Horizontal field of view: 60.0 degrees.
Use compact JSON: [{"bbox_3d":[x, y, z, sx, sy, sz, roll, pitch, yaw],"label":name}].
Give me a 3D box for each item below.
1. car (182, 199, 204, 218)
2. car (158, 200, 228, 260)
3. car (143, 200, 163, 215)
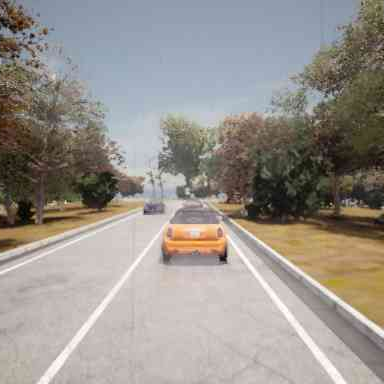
[{"bbox_3d":[0.094,1.434,29.704,1.812,1.442,4.674,0,0,0],"label":"car"},{"bbox_3d":[0.091,1.323,12.384,2.097,1.767,4.553,0,0,0],"label":"car"},{"bbox_3d":[-3.598,1.462,32.458,1.994,1.385,4.181,0,0,0],"label":"car"}]
